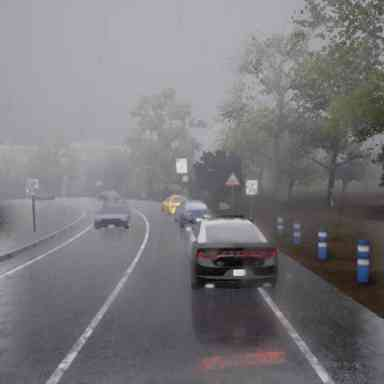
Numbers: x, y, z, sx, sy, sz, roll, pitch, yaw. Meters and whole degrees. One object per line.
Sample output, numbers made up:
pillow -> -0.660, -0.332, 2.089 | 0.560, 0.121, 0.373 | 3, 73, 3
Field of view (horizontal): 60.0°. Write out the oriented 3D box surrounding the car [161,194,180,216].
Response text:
car -> -1.218, 0.919, 25.693 | 1.801, 1.575, 5.366 | -2, 2, -14

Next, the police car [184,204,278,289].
police car -> 0.866, 1.362, 9.186 | 1.930, 1.638, 5.238 | 0, 1, -2

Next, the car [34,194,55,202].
car -> -24.848, 0.974, 55.902 | 4.718, 1.301, 1.895 | -1, 4, 41

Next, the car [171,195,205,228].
car -> 0.037, 1.188, 19.362 | 1.812, 1.442, 4.674 | -1, 2, -8

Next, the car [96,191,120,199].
car -> -11.736, 0.577, 46.442 | 2.033, 1.411, 5.357 | -5, 3, -35

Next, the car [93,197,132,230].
car -> -4.479, 1.264, 19.385 | 2.033, 1.411, 5.357 | -1, 2, -9
